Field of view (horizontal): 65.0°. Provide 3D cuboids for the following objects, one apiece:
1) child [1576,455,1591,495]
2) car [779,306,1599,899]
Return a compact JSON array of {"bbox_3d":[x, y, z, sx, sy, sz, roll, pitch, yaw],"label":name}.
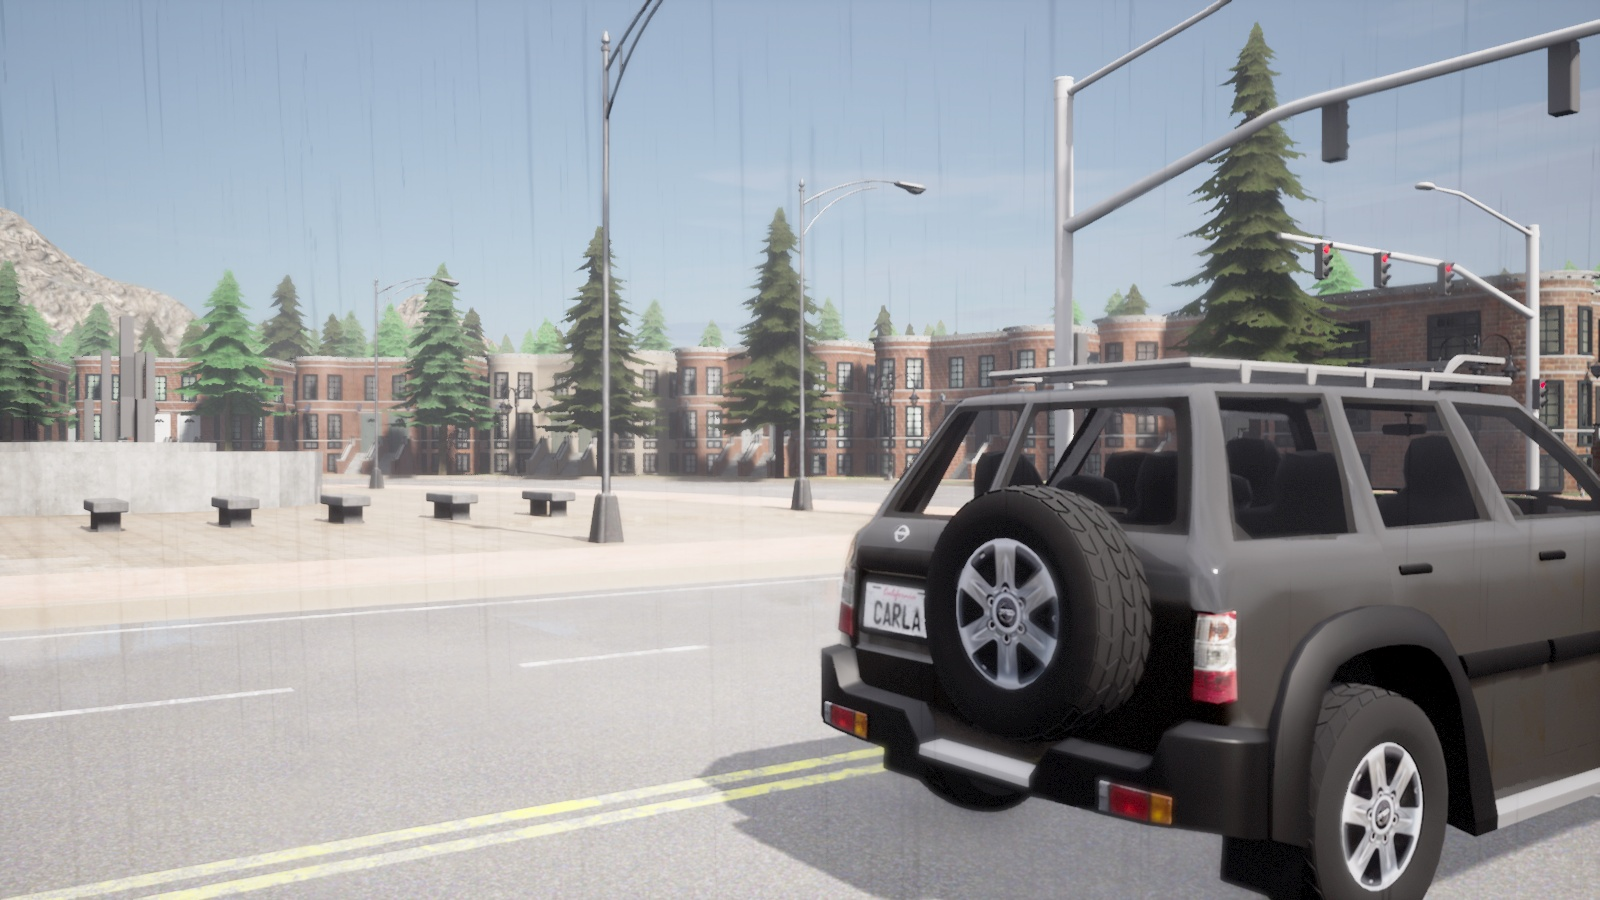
[{"bbox_3d":[21.850,0.702,35.014,0.394,1.110,0.255,0,0,-42],"label":"child"},{"bbox_3d":[2.366,0.554,5.314,4.605,1.855,1.932,0,0,-35],"label":"car"}]
